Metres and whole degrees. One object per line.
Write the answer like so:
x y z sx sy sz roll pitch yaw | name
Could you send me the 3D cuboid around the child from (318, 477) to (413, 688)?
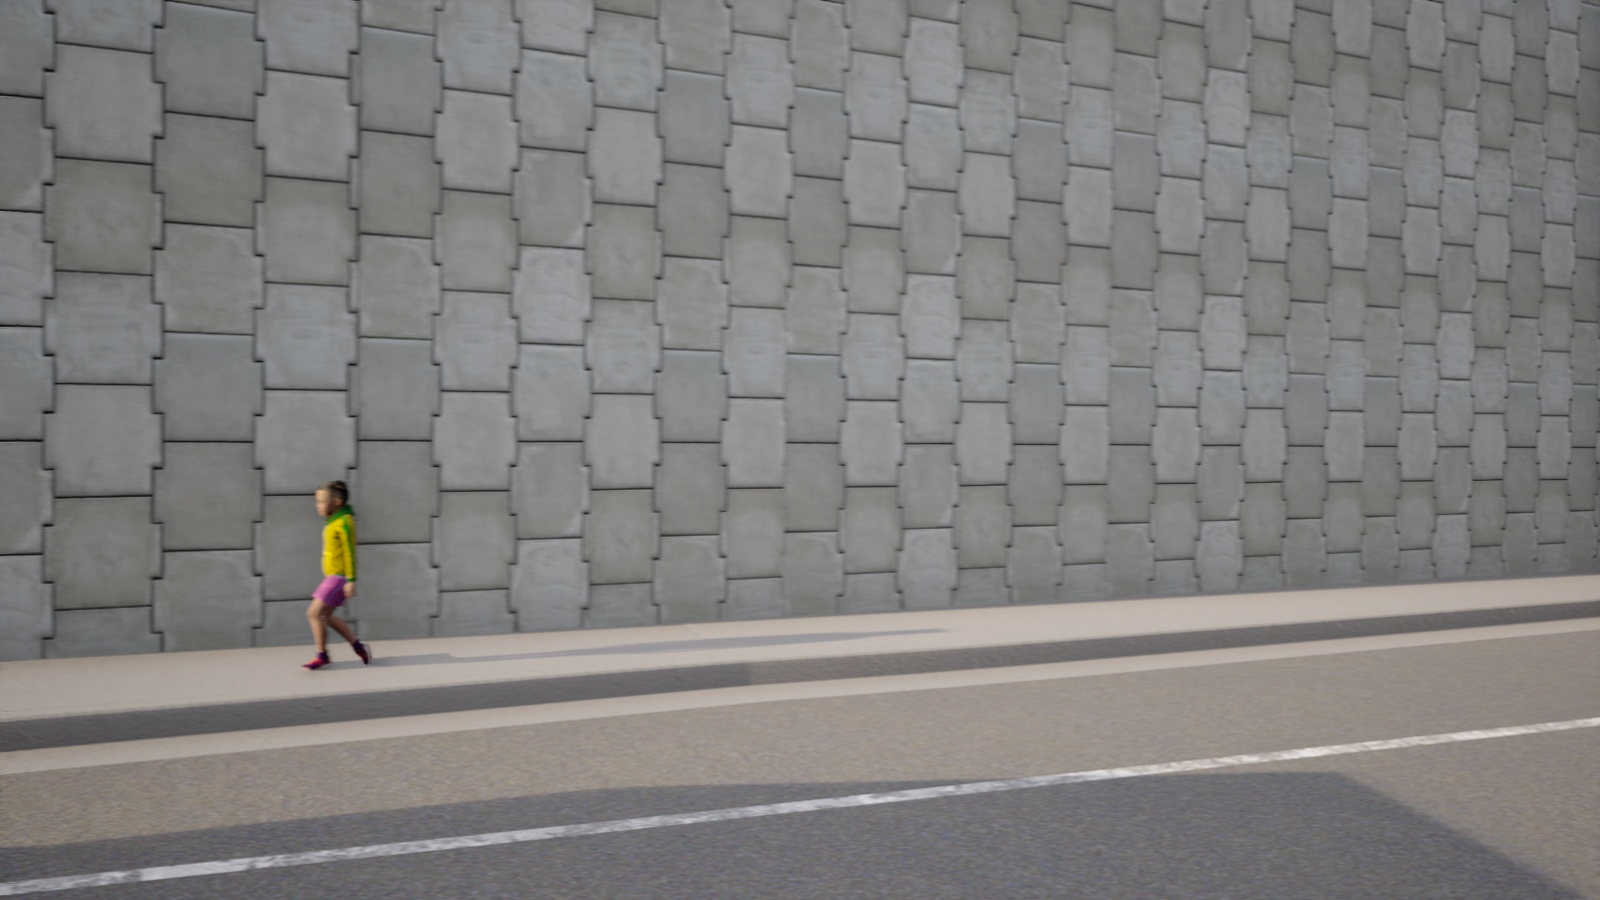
-2.510 0.747 7.246 0.473 1.160 0.299 -1 1 -25 | child
